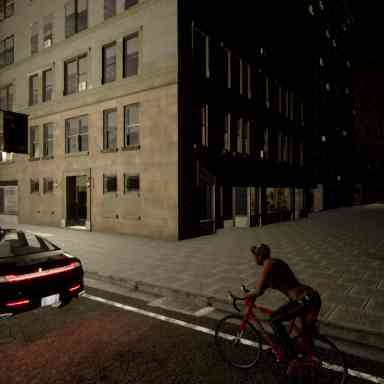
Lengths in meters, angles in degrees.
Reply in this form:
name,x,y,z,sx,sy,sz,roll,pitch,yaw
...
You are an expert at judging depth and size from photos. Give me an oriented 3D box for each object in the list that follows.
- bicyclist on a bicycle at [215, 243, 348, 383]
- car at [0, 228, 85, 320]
name,x,y,z,sx,sy,sz,roll,pitch,yaw
bicyclist on a bicycle,0.971,1.453,3.972,1.656,1.620,0.582,0,0,36
car,-4.197,1.493,6.682,4.902,1.511,2.128,0,0,36
